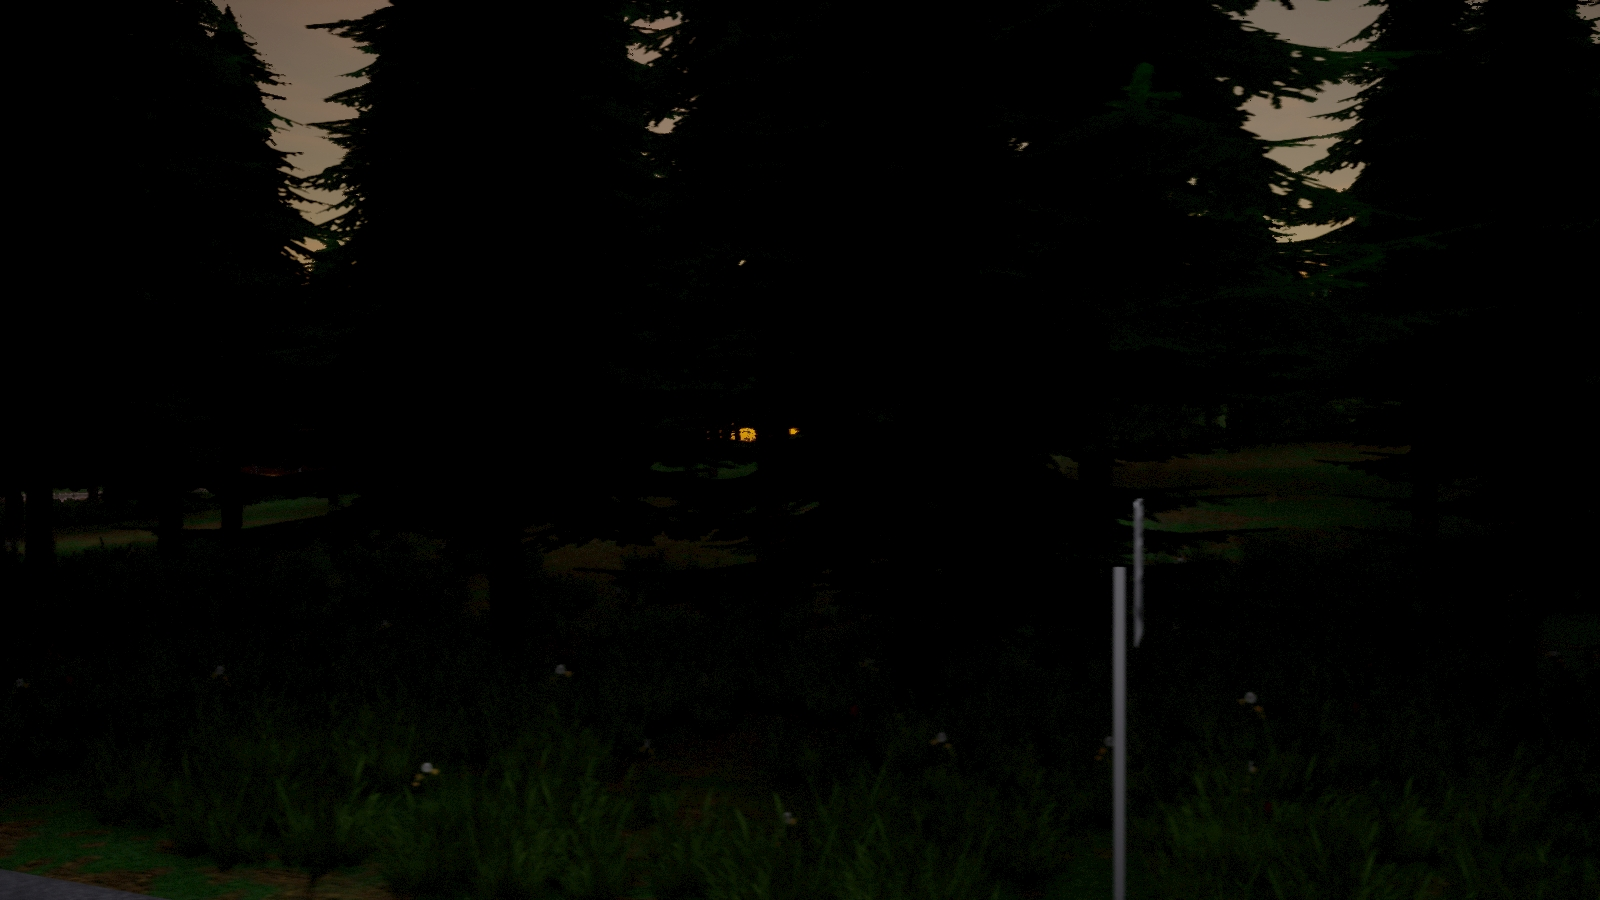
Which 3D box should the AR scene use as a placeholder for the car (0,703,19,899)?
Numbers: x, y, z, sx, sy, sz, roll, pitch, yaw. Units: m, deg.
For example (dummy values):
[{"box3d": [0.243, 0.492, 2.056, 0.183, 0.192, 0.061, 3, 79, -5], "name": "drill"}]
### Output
[{"box3d": [-6.653, 2.060, 5.691, 4.792, 1.488, 2.163, 0, 0, 20], "name": "car"}]
